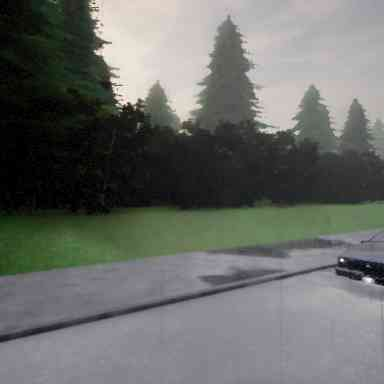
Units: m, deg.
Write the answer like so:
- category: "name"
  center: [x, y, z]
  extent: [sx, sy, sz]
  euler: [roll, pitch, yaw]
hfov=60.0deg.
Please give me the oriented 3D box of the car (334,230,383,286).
- category: "car"
  center: [6.101, 1.586, 8.965]
  extent: [5.357, 1.411, 2.033]
  euler: [0, 0, -36]
